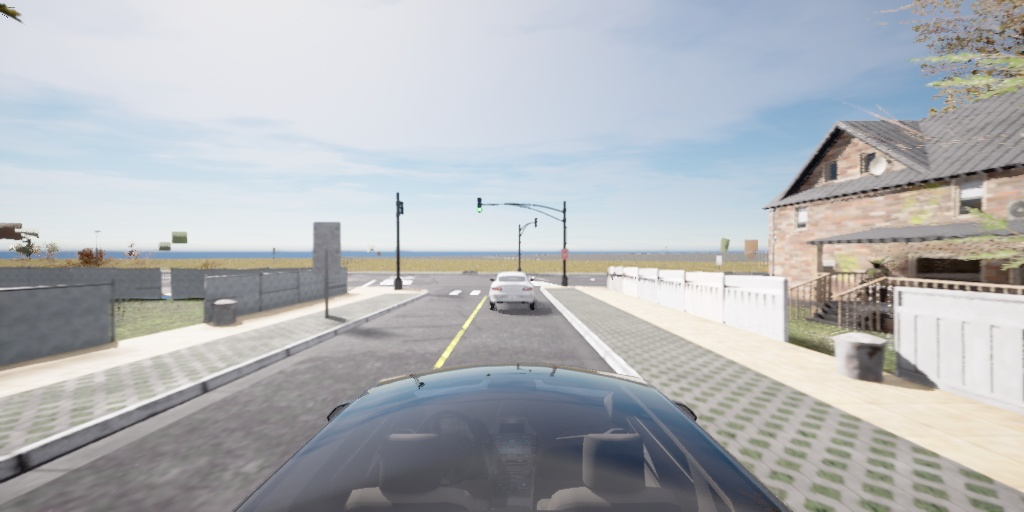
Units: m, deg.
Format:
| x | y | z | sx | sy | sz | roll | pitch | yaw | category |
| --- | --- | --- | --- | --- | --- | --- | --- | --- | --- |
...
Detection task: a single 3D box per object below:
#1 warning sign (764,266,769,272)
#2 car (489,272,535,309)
| x | y | z | sx | sy | sz | roll | pitch | yaw | category |
| --- | --- | --- | --- | --- | --- | --- | --- | --- | --- |
| 22.952 | 1.663 | 31.845 | 1.060 | 1.860 | 1.300 | 0 | 0 | -15 | warning sign |
| -0.014 | 1.407 | 15.739 | 1.812 | 1.442 | 4.674 | 0 | 0 | -1 | car |
